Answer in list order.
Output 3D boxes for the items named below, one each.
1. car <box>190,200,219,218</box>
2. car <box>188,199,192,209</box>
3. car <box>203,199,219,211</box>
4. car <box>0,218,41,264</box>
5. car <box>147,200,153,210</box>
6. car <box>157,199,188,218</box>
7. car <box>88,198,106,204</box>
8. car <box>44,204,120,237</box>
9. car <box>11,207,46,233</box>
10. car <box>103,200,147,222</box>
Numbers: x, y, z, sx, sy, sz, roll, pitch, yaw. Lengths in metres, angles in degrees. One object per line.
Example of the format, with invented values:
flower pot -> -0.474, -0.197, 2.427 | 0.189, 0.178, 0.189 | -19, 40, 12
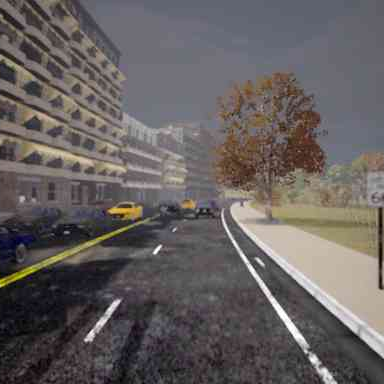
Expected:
car -> 1.306, 1.708, 31.958 | 2.033, 1.411, 5.357 | 0, 0, 5
car -> -0.558, 1.731, 46.032 | 1.882, 1.535, 5.008 | 0, 0, 7
car -> 2.675, 1.782, 45.740 | 1.812, 1.442, 4.674 | 0, 0, 7
car -> -6.428, 1.637, 9.396 | 1.895, 1.301, 4.718 | 0, 0, 2
car -> -6.898, 1.868, 48.360 | 1.994, 1.385, 4.181 | 0, 0, 7
car -> -1.917, 1.651, 32.375 | 2.128, 1.511, 4.902 | 0, 0, 5
car -> -8.584, 1.491, 30.481 | 2.097, 1.767, 4.553 | 0, 0, 4
car -> -6.041, 1.628, 19.053 | 2.033, 1.411, 5.357 | 0, 0, 3
car -> -9.226, 1.630, 20.254 | 2.033, 1.411, 5.357 | 0, 0, 3
car -> -5.507, 1.606, 28.027 | 1.882, 1.535, 5.008 | 0, 0, 4
